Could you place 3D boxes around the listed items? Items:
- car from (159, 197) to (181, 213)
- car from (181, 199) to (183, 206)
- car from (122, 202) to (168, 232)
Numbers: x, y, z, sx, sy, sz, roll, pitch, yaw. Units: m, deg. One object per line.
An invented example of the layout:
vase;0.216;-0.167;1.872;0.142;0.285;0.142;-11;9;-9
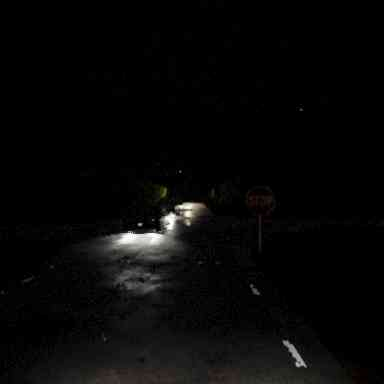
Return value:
car;-2.587;1.406;34.035;2.128;1.511;4.902;0;1;0
car;-2.489;1.541;54.388;1.837;1.490;4.892;0;0;0
car;-2.662;1.468;19.007;1.994;1.385;4.181;0;0;0
